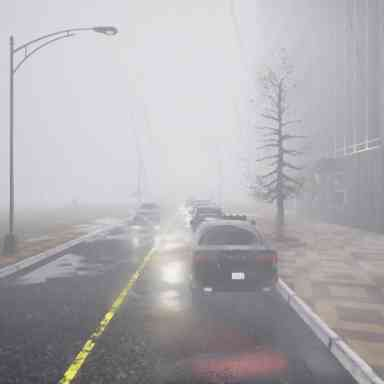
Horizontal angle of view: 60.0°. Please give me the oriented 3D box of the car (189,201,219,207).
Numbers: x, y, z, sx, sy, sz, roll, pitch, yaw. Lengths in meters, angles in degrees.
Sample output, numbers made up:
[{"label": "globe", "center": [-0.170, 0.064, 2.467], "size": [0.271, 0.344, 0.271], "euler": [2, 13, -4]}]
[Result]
[{"label": "car", "center": [0.884, 1.504, 18.921], "size": [1.837, 1.490, 4.892], "euler": [0, 0, 0]}]

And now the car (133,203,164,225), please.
[{"label": "car", "center": [-3.119, 1.524, 24.529], "size": [1.812, 1.442, 4.674], "euler": [0, 0, 0]}]

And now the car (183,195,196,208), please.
[{"label": "car", "center": [-0.013, 1.522, 46.523], "size": [1.812, 1.442, 4.674], "euler": [0, 0, 0]}]

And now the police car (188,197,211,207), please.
[{"label": "police car", "center": [0.880, 1.424, 25.032], "size": [1.930, 1.638, 5.238], "euler": [0, 0, 0]}]

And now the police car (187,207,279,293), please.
[{"label": "police car", "center": [0.893, 1.425, 9.031], "size": [1.930, 1.638, 5.238], "euler": [0, 0, 0]}]
